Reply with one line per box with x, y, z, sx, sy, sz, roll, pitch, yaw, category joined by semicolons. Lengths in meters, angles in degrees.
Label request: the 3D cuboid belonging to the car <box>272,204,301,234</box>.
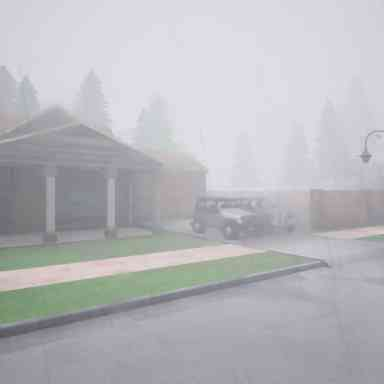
3.394;1.174;17.735;1.932;1.855;4.605;0;0;-36;car

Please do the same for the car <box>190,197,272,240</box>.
1.575;1.176;15.957;1.905;1.878;3.866;0;0;-36;car
